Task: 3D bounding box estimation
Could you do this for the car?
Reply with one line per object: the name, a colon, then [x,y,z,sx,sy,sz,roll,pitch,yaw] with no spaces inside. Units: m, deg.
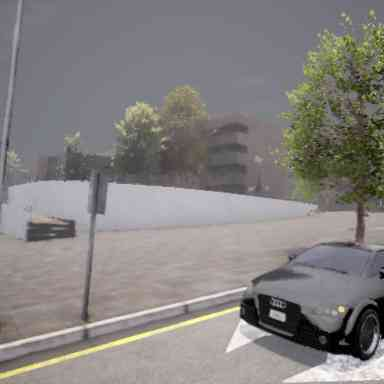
car: [2.857,1.661,6.147,4.181,1.385,1.994,1,-1,-37]
